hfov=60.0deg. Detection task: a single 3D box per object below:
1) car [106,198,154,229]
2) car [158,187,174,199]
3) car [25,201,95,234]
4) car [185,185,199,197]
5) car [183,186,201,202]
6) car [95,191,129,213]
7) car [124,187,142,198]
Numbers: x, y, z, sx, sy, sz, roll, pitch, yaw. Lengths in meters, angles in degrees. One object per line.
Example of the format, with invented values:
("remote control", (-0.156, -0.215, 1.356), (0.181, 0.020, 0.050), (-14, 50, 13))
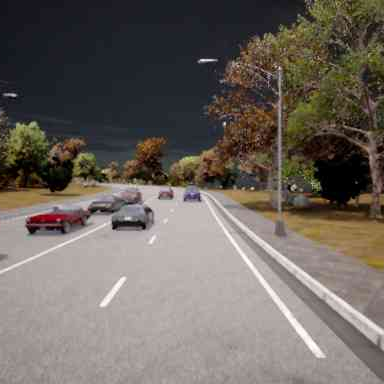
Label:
("car", (-3.393, 1.300, 19.644), (1.994, 1.385, 4.181), (0, 2, 0))
("car", (-3.474, 0.112, 45.081), (1.812, 1.442, 4.674), (0, 3, 0))
("car", (-7.082, 1.381, 18.020), (1.895, 1.301, 4.718), (0, 2, 0))
("car", (-0.078, -0.213, 50.708), (1.882, 1.535, 5.008), (0, 3, -3))
("car", (0.015, 0.168, 40.522), (2.097, 1.767, 4.553), (0, 3, 0))
("car", (-7.027, 0.989, 27.759), (2.033, 1.411, 5.357), (0, 2, 1))
("car", (-6.985, 0.301, 37.902), (2.097, 1.767, 4.553), (0, 3, 0))
